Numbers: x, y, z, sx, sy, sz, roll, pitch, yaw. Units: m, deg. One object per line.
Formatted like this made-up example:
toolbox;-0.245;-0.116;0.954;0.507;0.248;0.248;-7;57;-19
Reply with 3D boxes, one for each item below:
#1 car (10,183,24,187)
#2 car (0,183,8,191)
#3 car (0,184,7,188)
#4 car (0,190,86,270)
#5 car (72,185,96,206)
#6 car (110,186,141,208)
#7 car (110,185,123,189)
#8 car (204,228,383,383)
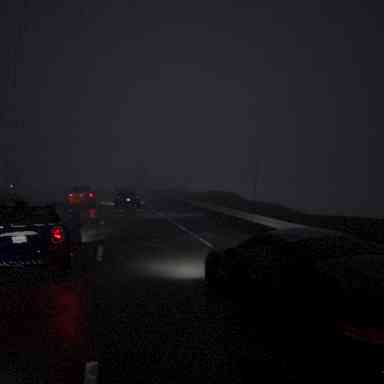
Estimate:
car;-40.073;-1.316;76.231;2.097;1.767;4.553;-2;3;-15
car;-43.513;-1.114;75.574;1.882;1.535;5.008;-2;3;-15
car;-15.565;0.523;24.561;2.097;1.767;4.553;-2;3;-15
car;-4.385;0.996;9.494;2.097;1.767;4.553;-2;3;-15
car;-9.401;0.250;28.645;2.097;1.767;4.553;-2;3;-15
car;-5.285;0.477;26.810;1.994;1.385;4.181;-2;3;-15
car;-9.496;-0.187;42.857;1.812;1.442;4.674;-2;3;-15
car;1.586;1.271;5.002;1.812;1.442;4.674;-2;3;-15
